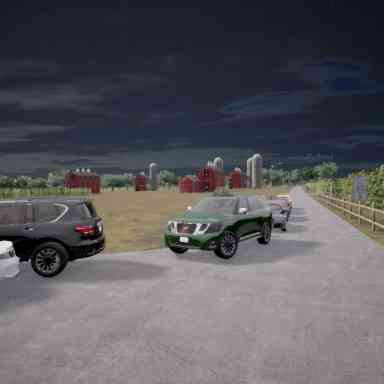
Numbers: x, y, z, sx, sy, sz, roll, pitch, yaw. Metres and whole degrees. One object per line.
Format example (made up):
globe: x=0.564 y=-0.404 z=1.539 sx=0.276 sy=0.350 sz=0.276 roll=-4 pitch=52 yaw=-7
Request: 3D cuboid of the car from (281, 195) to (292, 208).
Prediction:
car: x=6.248 y=1.235 z=24.741 sx=1.882 sy=1.535 sz=5.008 roll=0 pitch=0 yaw=18

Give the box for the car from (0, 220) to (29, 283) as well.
car: x=-6.104 y=1.612 z=6.678 sx=4.674 sy=1.442 sz=1.812 roll=-2 pitch=2 yaw=-38

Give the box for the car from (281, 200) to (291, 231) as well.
car: x=4.401 y=1.380 z=19.005 sx=1.994 sy=1.385 sz=4.181 roll=0 pitch=0 yaw=17

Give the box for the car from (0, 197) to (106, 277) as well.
car: x=-5.372 y=1.226 z=9.601 sx=5.566 sy=2.045 sz=2.150 roll=-1 pitch=1 yaw=-4

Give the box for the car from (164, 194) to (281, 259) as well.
car: x=1.289 y=1.108 z=12.679 sx=2.150 sy=2.045 sz=5.566 roll=0 pitch=0 yaw=34

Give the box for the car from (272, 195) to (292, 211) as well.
car: x=9.976 y=1.110 z=36.492 sx=1.882 sy=1.535 sz=5.008 roll=0 pitch=0 yaw=18
